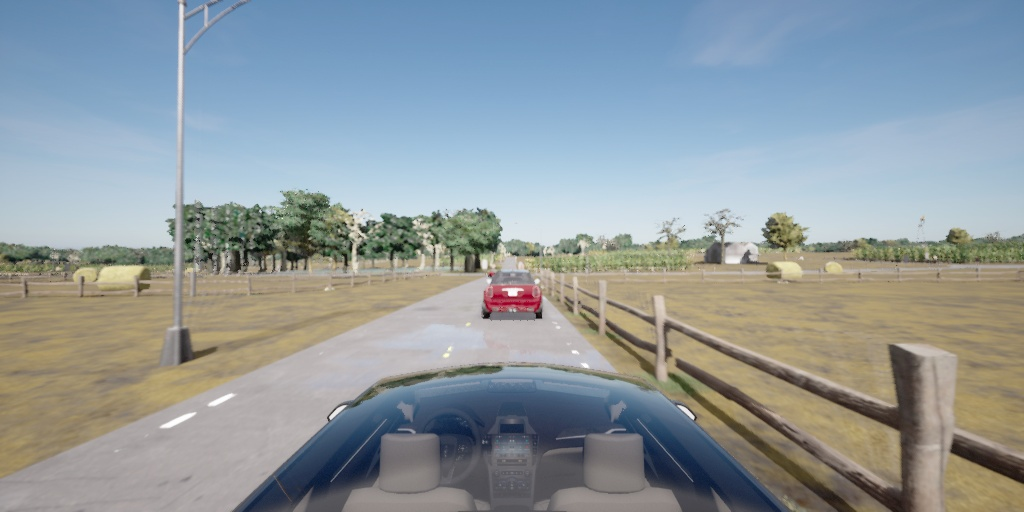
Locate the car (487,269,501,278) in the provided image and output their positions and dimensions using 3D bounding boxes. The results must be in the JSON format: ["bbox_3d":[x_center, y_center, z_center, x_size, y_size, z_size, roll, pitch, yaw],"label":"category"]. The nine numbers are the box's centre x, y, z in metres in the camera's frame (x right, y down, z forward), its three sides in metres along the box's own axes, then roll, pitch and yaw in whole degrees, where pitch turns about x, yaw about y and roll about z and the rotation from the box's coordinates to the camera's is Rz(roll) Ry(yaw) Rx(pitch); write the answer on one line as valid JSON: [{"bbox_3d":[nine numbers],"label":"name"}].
[{"bbox_3d":[-2.823,2.788,56.587,1.895,1.301,4.718,0,-2,0],"label":"car"}]

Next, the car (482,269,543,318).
[{"bbox_3d":[0.045,1.309,14.074,2.097,1.767,4.553,0,-1,1],"label":"car"}]
